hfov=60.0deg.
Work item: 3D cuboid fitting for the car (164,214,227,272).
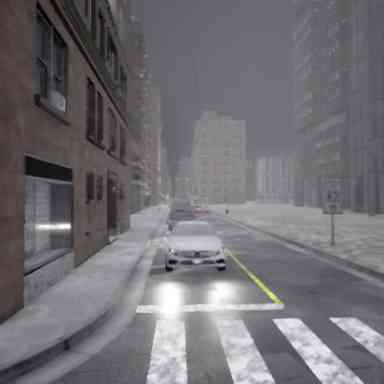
[{"bbox_3d":[0.041,1.741,11.799,1.812,1.442,4.674,0,-1,-3],"label":"car"}]

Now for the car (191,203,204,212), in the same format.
[{"bbox_3d":[0.840,2.624,57.104,1.895,1.301,4.718,0,-1,-3],"label":"car"}]

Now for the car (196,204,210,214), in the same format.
[{"bbox_3d":[1.380,2.440,46.888,1.895,1.301,4.718,0,-1,-3],"label":"car"}]

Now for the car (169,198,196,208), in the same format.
[{"bbox_3d":[-1.056,1.809,32.434,2.150,2.045,5.566,0,-1,-3],"label":"car"}]

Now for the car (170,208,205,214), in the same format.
[{"bbox_3d":[-0.504,1.959,21.748,1.994,1.385,4.181,0,-1,-3],"label":"car"}]
